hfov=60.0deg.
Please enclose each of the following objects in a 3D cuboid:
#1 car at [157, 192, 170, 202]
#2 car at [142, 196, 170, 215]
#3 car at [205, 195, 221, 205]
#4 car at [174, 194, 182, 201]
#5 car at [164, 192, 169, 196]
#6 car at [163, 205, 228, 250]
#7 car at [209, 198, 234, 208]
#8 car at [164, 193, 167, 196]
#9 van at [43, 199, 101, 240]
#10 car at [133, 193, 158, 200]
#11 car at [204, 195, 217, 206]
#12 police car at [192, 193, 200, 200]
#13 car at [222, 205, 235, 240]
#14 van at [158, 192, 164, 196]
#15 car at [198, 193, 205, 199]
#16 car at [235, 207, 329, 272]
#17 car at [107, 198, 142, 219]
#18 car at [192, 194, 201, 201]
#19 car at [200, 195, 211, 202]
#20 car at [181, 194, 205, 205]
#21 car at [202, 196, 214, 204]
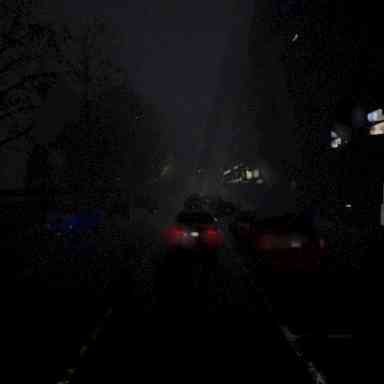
[{"bbox_3d":[-5.672,0.990,66.851,2.192,1.841,5.009,0,0,0],"label":"car"},{"bbox_3d":[-3.092,1.379,31.735,2.033,1.411,5.357,0,0,0],"label":"car"},{"bbox_3d":[2.700,1.237,38.695,1.967,1.590,4.097,0,0,0],"label":"car"},{"bbox_3d":[-2.979,1.135,73.436,1.812,1.442,4.674,0,0,0],"label":"car"},{"bbox_3d":[-5.674,1.243,61.219,1.887,1.381,4.507,0,0,0],"label":"car"},{"bbox_3d":[0.098,1.472,13.797,2.033,1.411,5.357,0,0,0],"label":"car"},{"bbox_3d":[2.697,1.419,27.437,1.947,1.339,4.313,0,0,0],"label":"car"},{"bbox_3d":[-5.676,1.304,55.589,1.802,1.307,4.206,0,0,0],"label":"car"},{"bbox_3d":[-5.686,1.254,16.177,1.690,1.788,3.998,0,0,0],"label":"van"},{"bbox_3d":[-5.680,1.113,38.697,2.192,1.841,5.009,0,0,0],"label":"car"},{"bbox_3d":[2.704,1.271,50.127,1.752,1.417,4.829,0,0,0],"label":"car"},{"bbox_3d":[0.922,1.049,79.719,1.930,1.638,5.238,0,0,0],"label":"police car"},{"bbox_3d":[2.694,1.494,16.176,1.802,1.307,4.206,0,0,0],"label":"car"},{"bbox_3d":[-5.677,1.088,49.957,1.690,1.788,3.998,0,0,0],"label":"van"},{"bbox_3d":[2.716,1.113,94.999,1.887,1.381,4.507,0,0,0],"label":"car"},{"bbox_3d":[2.693,1.383,10.545,1.967,1.590,4.097,0,0,0],"label":"car"},{"bbox_3d":[-5.683,1.419,27.439,1.947,1.339,4.313,0,0,0],"label":"car"},{"bbox_3d":[0.920,1.125,73.609,1.882,1.535,5.008,0,0,0],"label":"car"},{"bbox_3d":[2.708,1.240,66.850,1.947,1.339,4.313,0,0,0],"label":"car"},{"bbox_3d":[0.108,1.292,35.262,1.882,1.535,5.008,0,0,0],"label":"car"},{"bbox_3d":[2.705,1.304,55.588,1.802,1.307,4.206,0,0,0],"label":"car"}]
